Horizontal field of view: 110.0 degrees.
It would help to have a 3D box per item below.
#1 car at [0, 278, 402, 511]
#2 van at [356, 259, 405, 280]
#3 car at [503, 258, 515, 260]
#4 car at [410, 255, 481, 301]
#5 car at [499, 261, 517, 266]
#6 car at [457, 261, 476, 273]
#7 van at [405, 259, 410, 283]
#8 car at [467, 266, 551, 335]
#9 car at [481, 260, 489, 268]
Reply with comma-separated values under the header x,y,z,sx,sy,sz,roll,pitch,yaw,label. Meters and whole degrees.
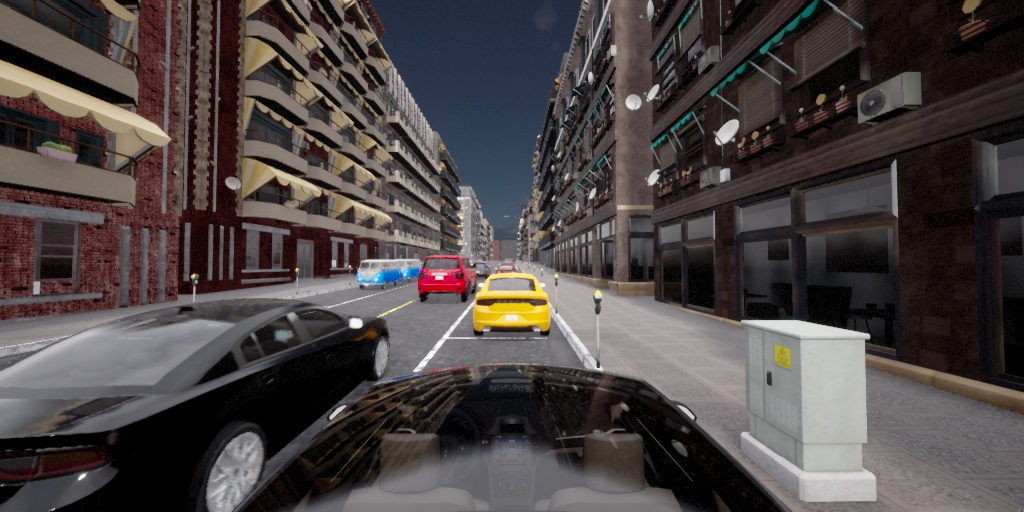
x,y,z,sx,sy,sz,roll,pitch,yaw,label
-3.020,1.229,4.151,1.882,1.535,5.008,0,0,0,car
-8.335,1.108,22.603,1.690,1.789,3.998,0,0,0,van
-0.445,1.240,39.134,1.967,1.591,4.097,0,0,0,car
-3.011,0.986,17.620,2.150,2.045,5.566,0,0,0,car
-0.453,1.322,28.072,1.888,1.381,4.507,0,0,0,car
-5.794,1.342,46.215,1.812,1.442,4.674,0,0,0,car
-8.335,1.117,28.134,1.690,1.789,3.998,0,0,0,van
-0.006,1.232,10.503,1.882,1.535,5.008,0,0,0,car
-3.001,1.352,33.531,1.994,1.385,4.181,0,0,1,car
